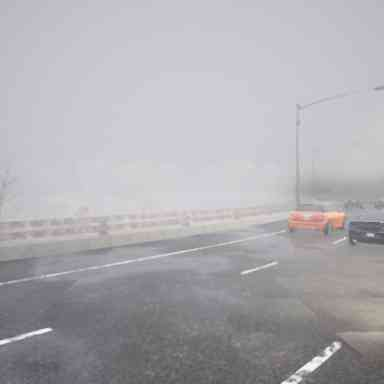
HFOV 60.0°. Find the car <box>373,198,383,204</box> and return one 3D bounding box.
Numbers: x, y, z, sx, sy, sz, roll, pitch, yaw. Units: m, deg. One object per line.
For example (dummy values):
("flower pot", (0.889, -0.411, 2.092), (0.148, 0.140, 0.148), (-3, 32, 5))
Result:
("car", (25.319, 1.519, 44.008), (1.882, 1.535, 5.008), (0, 0, 21))

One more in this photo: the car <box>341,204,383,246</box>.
("car", (8.384, 1.491, 14.611), (1.882, 1.535, 5.008), (0, 0, 39))

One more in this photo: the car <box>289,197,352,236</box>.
("car", (7.211, 1.358, 18.821), (2.097, 1.767, 4.553), (0, 0, 38))

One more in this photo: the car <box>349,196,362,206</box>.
("car", (22.700, 1.383, 46.998), (2.097, 1.767, 4.553), (0, 0, 21))
